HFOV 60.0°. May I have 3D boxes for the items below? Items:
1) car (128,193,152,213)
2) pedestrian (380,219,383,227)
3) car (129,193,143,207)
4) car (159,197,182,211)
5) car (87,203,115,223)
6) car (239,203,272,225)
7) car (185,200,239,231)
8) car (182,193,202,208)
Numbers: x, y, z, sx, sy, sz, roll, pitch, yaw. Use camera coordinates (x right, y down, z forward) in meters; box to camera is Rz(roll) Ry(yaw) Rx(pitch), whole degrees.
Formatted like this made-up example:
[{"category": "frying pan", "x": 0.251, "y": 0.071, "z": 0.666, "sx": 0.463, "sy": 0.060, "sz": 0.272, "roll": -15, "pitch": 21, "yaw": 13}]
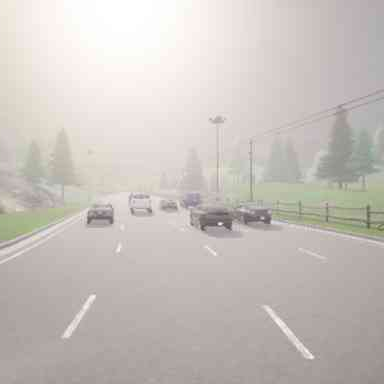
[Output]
[{"category": "car", "x": -5.581, "y": 1.192, "z": 36.213, "sx": 2.150, "sy": 2.045, "sz": 5.566, "roll": 0, "pitch": -1, "yaw": -11}, {"category": "pedestrian", "x": 7.136, "y": 1.286, "z": 11.939, "sx": 0.375, "sy": 1.860, "sz": 0.375, "roll": 0, "pitch": 0, "yaw": -8}, {"category": "car", "x": -8.980, "y": 1.189, "z": 53.066, "sx": 2.150, "sy": 2.045, "sz": 5.566, "roll": 0, "pitch": 0, "yaw": -11}, {"category": "car", "x": -3.036, "y": 1.521, "z": 41.299, "sx": 2.033, "sy": 1.411, "sz": 5.357, "roll": 0, "pitch": 0, "yaw": -11}, {"category": "car", "x": -6.957, "y": 1.531, "z": 25.573, "sx": 2.033, "sy": 1.411, "sz": 5.357, "roll": 0, "pitch": 0, "yaw": -12}, {"category": "car", "x": 4.077, "y": 1.511, "z": 23.668, "sx": 1.812, "sy": 1.442, "sz": 4.674, "roll": 0, "pitch": 0, "yaw": -11}, {"category": "car", "x": 1.080, "y": 1.490, "z": 20.710, "sx": 1.837, "sy": 1.490, "sz": 4.892, "roll": 0, "pitch": 0, "yaw": -11}, {"category": "car", "x": -0.177, "y": 1.191, "z": 44.827, "sx": 2.150, "sy": 2.045, "sz": 5.566, "roll": 0, "pitch": 0, "yaw": -11}]
